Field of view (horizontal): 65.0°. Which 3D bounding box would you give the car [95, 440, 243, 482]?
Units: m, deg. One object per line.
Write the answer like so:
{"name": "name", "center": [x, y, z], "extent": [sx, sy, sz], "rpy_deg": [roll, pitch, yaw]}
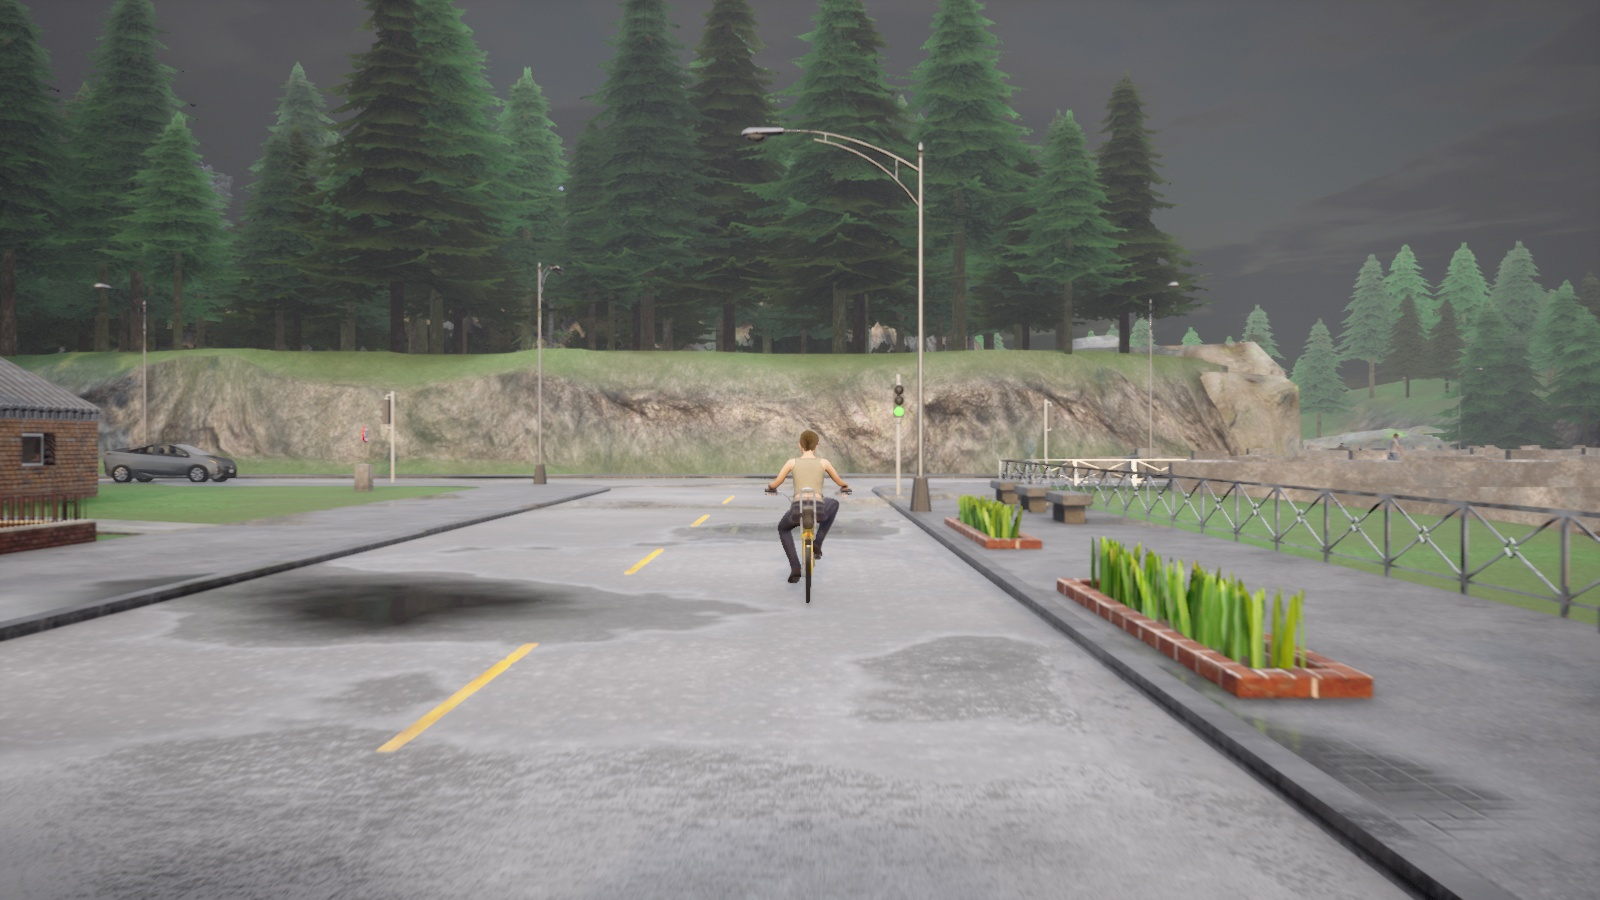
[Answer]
{"name": "car", "center": [-23.442, 0.411, 46.759], "extent": [4.514, 1.525, 2.007], "rpy_deg": [0, 0, 0]}

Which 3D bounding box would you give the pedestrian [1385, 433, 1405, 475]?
{"name": "pedestrian", "center": [25.963, 0.169, 54.796], "extent": [0.706, 1.836, 0.354], "rpy_deg": [0, 0, 2]}

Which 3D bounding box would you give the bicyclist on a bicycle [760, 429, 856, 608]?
{"name": "bicyclist on a bicycle", "center": [0.080, 0.615, 12.108], "extent": [0.866, 1.612, 1.509], "rpy_deg": [0, 0, 1]}
